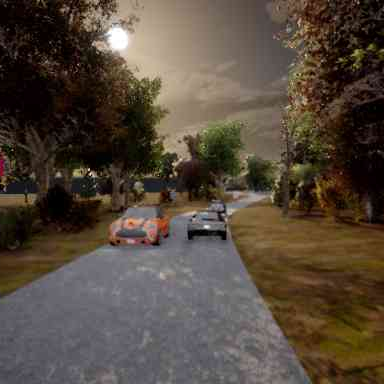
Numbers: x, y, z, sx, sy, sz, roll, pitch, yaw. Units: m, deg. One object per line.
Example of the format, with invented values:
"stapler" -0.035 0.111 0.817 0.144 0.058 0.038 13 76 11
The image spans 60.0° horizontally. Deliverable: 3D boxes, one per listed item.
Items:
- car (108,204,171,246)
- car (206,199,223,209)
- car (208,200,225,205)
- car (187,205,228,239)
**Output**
"car" -2.268 1.385 15.328 2.097 1.767 4.553 0 0 4
"car" 4.040 2.084 57.779 2.128 1.511 4.902 2 0 13
"car" 2.843 1.843 36.140 2.033 1.411 5.357 0 -1 8
"car" 0.848 1.627 17.741 1.994 1.385 4.181 0 0 4
